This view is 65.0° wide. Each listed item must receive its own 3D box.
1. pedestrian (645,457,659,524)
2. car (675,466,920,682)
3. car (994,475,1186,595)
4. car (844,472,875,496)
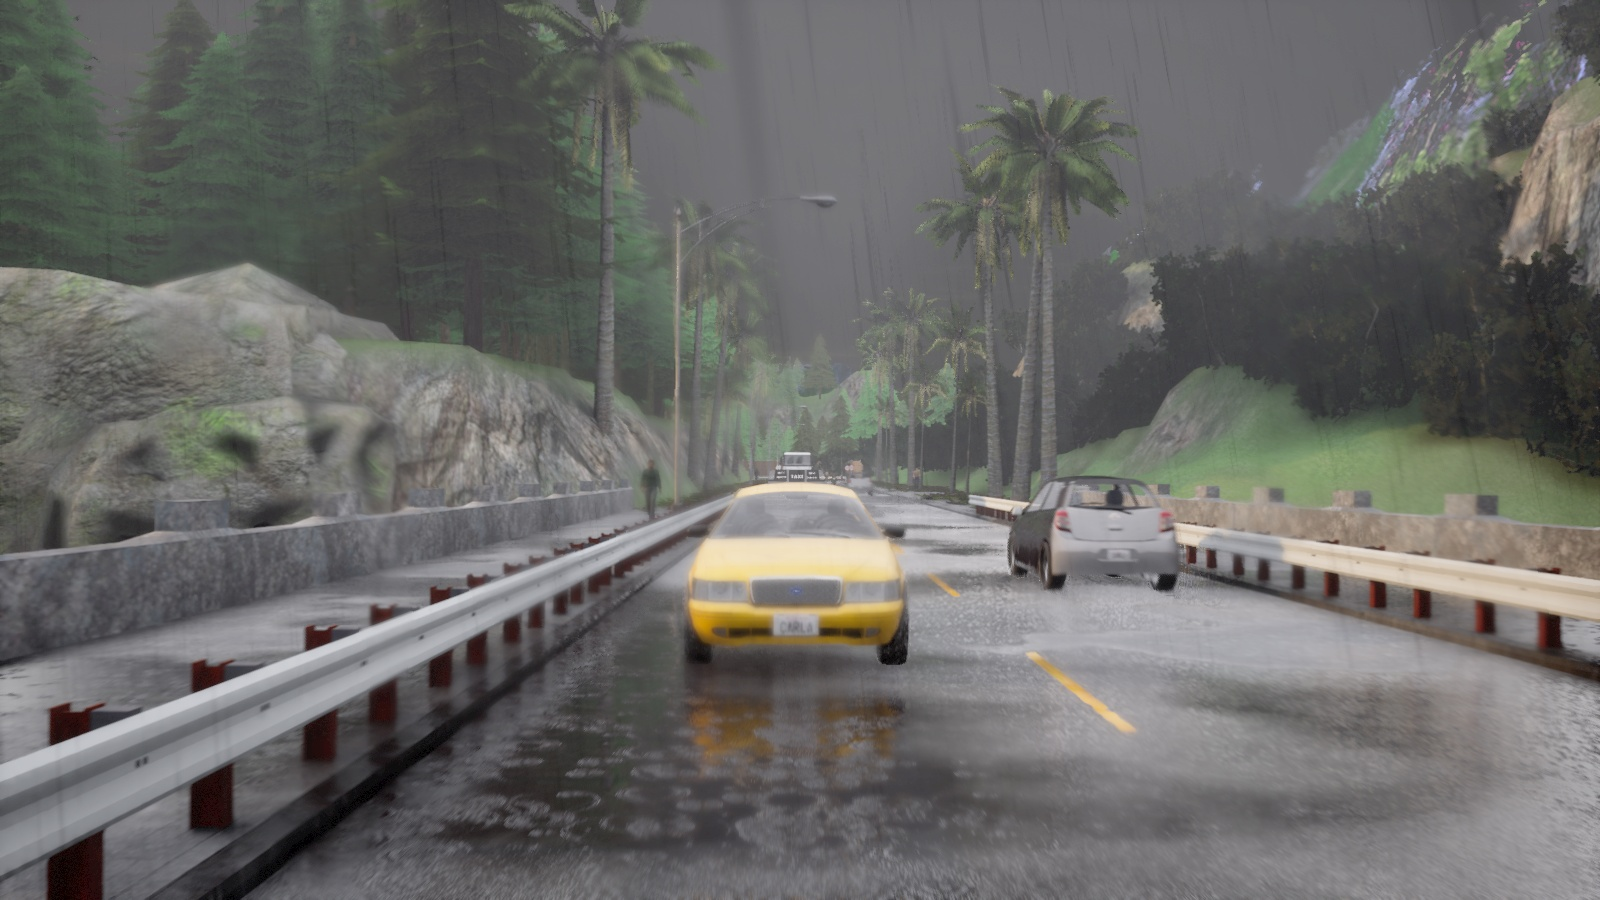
[{"bbox_3d":[-4.131,1.129,35.138,0.353,1.847,0.614,0,-1,-3],"label":"pedestrian"},{"bbox_3d":[-0.025,0.952,11.916,1.801,1.575,5.366,0,-1,0],"label":"car"},{"bbox_3d":[3.962,1.110,17.758,1.845,1.501,3.633,0,-1,0],"label":"car"},{"bbox_3d":[3.825,2.172,81.202,1.845,1.501,3.633,0,-1,0],"label":"car"}]
